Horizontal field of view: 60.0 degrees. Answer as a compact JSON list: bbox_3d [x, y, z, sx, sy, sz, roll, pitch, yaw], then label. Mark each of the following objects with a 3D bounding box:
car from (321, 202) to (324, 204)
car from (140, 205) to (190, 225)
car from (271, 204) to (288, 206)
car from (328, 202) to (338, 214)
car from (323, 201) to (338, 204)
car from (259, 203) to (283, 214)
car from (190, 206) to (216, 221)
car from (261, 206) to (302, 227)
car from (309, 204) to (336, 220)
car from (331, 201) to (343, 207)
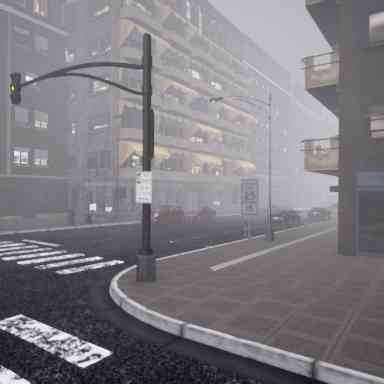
[{"bbox_3d":[29.948,2.820,74.175,1.967,1.590,4.097,-1,-1,35],"label":"car"},{"bbox_3d":[-2.393,1.819,27.550,1.967,1.590,4.097,-1,-1,35],"label":"car"},{"bbox_3d":[10.315,2.260,35.728,1.895,1.301,4.718,0,-1,35],"label":"car"},{"bbox_3d":[20.719,2.457,46.245,1.752,1.417,4.829,-1,-2,35],"label":"car"},{"bbox_3d":[23.585,2.596,54.829,1.812,1.442,4.674,0,-1,35],"label":"car"},{"bbox_3d":[10.556,2.325,46.188,1.887,1.381,4.507,-1,-1,35],"label":"car"},{"bbox_3d":[0.844,2.061,32.207,1.802,1.307,4.206,-1,-1,35],"label":"car"},{"bbox_3d":[7.671,2.094,27.463,1.947,1.339,4.313,-1,-2,35],"label":"car"},{"bbox_3d":[14.147,2.294,36.784,1.947,1.339,4.313,-1,-2,35],"label":"car"},{"bbox_3d":[36.430,3.019,83.491,1.967,1.590,4.097,-1,-1,35],"label":"car"}]
